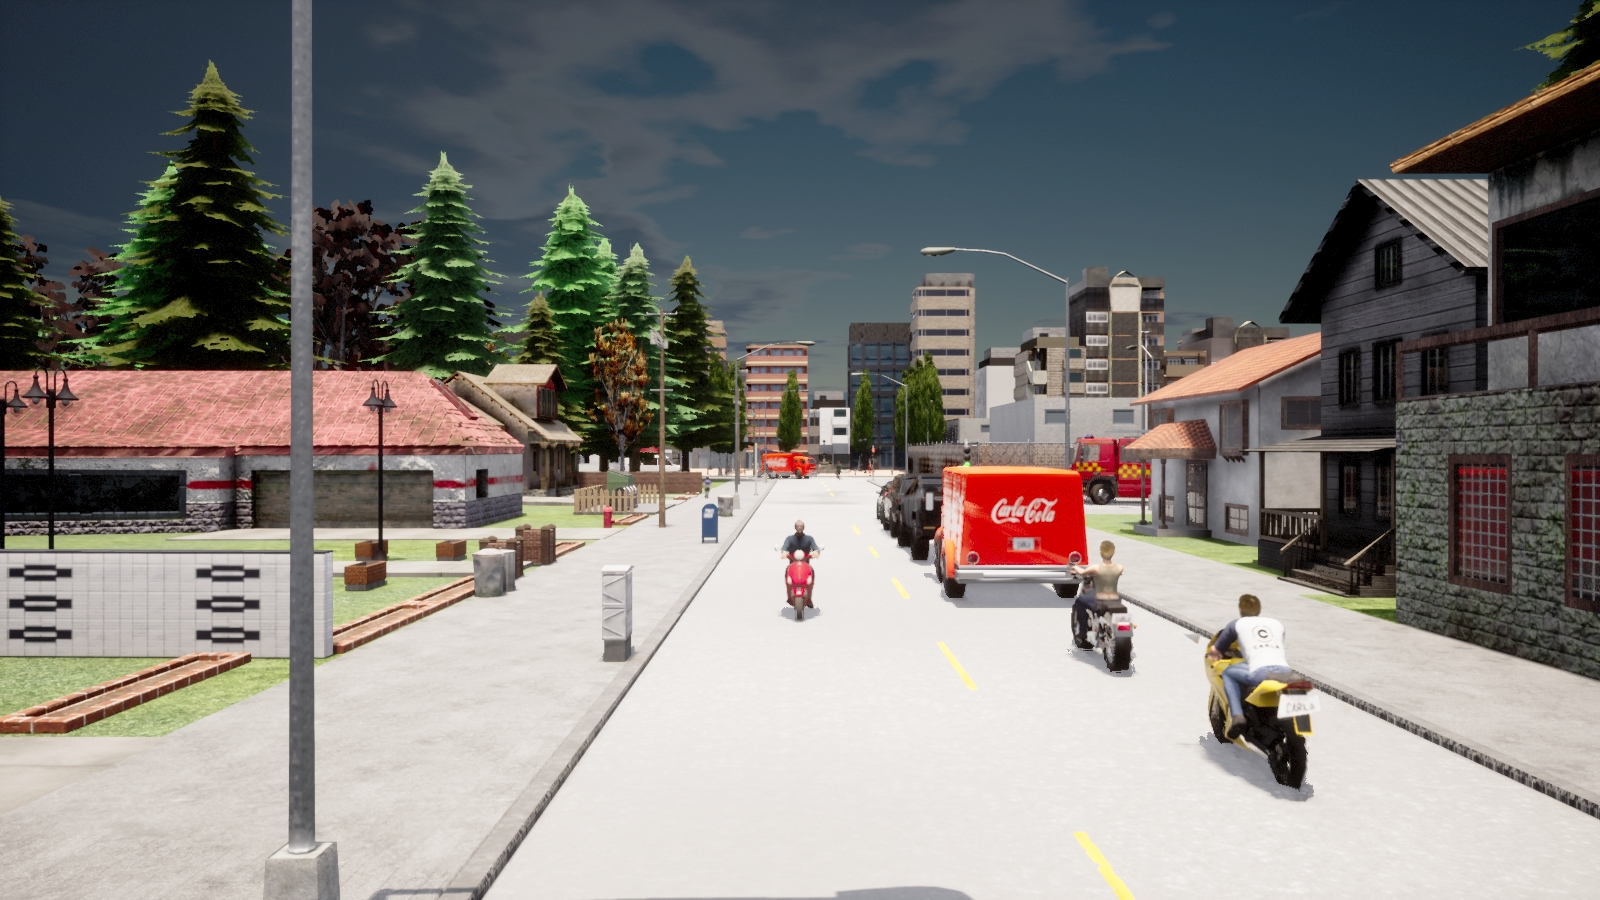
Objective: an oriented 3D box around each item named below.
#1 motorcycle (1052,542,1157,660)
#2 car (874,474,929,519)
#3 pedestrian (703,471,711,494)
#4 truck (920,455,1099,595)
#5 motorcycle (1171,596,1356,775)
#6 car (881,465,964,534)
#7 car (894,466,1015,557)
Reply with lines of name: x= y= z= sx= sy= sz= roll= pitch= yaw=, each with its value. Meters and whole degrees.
motorcycle: x=4.000 y=1.950 z=15.223 sx=0.764 sy=1.277 sz=2.356 roll=0 pitch=0 yaw=0
car: x=3.932 y=1.780 z=44.913 sx=1.851 sy=1.617 sz=3.988 roll=0 pitch=0 yaw=1
pedestrian: x=-5.181 y=1.803 z=63.737 sx=0.375 sy=1.300 sz=0.375 roll=0 pitch=0 yaw=3
truck: x=3.993 y=1.348 z=22.892 sx=2.627 sy=2.467 sz=5.204 roll=0 pitch=0 yaw=0
motorcycle: x=3.995 y=1.993 z=10.052 sx=0.803 sy=1.145 sz=2.033 roll=0 pitch=0 yaw=0
car: x=3.978 y=1.560 z=38.051 sx=2.150 sy=2.045 sz=5.566 roll=0 pitch=0 yaw=0
car: x=3.988 y=1.534 z=30.676 sx=2.390 sy=2.098 sz=6.274 roll=0 pitch=0 yaw=0
